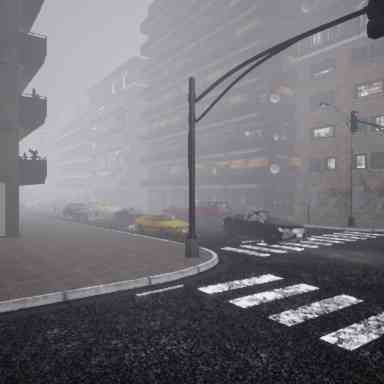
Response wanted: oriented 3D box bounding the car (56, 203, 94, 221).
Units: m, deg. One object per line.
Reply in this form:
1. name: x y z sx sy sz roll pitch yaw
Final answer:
1. car: -11.930 2.163 33.825 1.887 1.381 4.507 -1 0 -36

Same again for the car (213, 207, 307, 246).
1. car: 3.462 1.688 16.691 2.128 1.511 4.902 0 -1 -31

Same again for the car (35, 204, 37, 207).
1. car: -38.573 3.168 84.563 1.947 1.339 4.313 -1 0 -36

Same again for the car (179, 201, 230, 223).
1. car: 1.444 1.713 29.638 2.192 1.841 5.009 -1 0 -36

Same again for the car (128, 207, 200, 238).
1. car: -1.823 1.833 19.956 1.752 1.417 4.829 -1 0 -36

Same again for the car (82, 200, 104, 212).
1. car: -16.462 2.307 55.009 2.097 1.767 4.553 0 -1 -36

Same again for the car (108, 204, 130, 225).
1. car: -5.367 2.041 29.248 1.994 1.385 4.181 0 -1 -36

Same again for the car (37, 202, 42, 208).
1. car: -35.243 3.049 79.983 1.887 1.381 4.507 -1 0 -36

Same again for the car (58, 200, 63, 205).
1. car: -19.603 2.530 54.206 2.033 1.411 5.357 0 -1 -36

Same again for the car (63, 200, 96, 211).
1. car: -13.958 2.092 41.067 2.097 1.767 4.553 0 -1 -36

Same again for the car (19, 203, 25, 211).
1. car: -31.946 2.770 61.287 1.887 1.381 4.507 -1 0 -36

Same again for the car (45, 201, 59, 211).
1. car: -25.285 2.755 62.001 1.895 1.301 4.718 0 -1 -36

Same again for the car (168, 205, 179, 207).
1. car: -1.885 2.045 34.214 1.887 1.381 4.507 -1 0 -36

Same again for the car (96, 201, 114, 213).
1. car: -12.437 2.290 49.550 1.801 1.575 5.366 0 -1 -36

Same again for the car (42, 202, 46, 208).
1. car: -31.906 2.973 75.405 1.947 1.339 4.313 -1 0 -36

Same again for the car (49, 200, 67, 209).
1. car: -28.577 2.623 70.829 2.192 1.841 5.009 -1 0 -36
